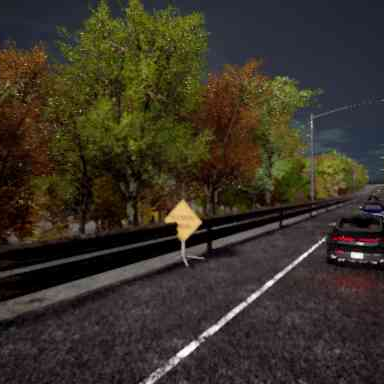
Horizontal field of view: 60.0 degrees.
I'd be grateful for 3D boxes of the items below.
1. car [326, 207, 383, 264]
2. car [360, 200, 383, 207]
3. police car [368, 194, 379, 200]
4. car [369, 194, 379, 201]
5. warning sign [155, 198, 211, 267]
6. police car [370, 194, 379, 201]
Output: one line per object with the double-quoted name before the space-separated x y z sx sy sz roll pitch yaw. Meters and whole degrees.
"car" 5.781 1.493 11.303 1.837 1.490 4.892 -1 0 30
"car" 13.392 1.528 24.566 1.994 1.385 4.181 -1 0 30
"police car" 37.675 1.323 69.143 1.930 1.638 5.238 -1 0 30
"car" 42.693 1.339 77.888 1.801 1.575 5.366 -1 0 30
"warning sign" -0.261 1.147 10.016 1.300 1.860 1.060 1 2 30
"police car" 45.640 1.299 83.026 1.930 1.638 5.238 -1 0 30
